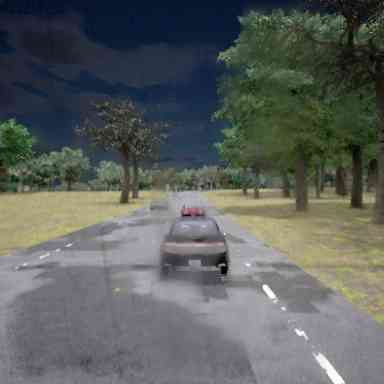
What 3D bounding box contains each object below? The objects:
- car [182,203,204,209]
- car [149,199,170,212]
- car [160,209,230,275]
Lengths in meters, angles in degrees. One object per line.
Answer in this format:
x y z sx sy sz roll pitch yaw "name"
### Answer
0.094 1.566 27.808 1.895 1.301 4.718 0 0 0 "car"
-3.590 1.449 37.328 1.994 1.385 4.181 0 0 0 "car"
0.084 1.522 10.570 2.128 1.511 4.902 0 0 0 "car"
